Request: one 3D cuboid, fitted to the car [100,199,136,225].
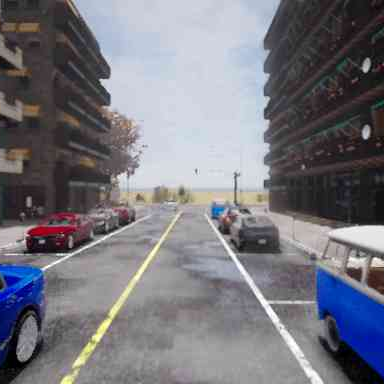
[{"bbox_3d":[-5.698,1.512,26.182,2.192,1.841,5.009,-1,0,0],"label":"car"}]

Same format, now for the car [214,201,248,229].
[{"bbox_3d":[2.682,1.596,20.564,1.967,1.590,4.097,-1,0,0],"label":"car"}]

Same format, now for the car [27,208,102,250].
[{"bbox_3d":[-5.698,1.659,14.850,1.887,1.381,4.507,-1,0,0],"label":"car"}]

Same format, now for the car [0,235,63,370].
[{"bbox_3d":[-3.101,1.502,2.954,1.882,1.535,5.008,0,0,0],"label":"car"}]

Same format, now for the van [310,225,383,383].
[{"bbox_3d":[2.677,1.370,3.569,1.690,1.788,3.998,-1,0,0],"label":"van"}]

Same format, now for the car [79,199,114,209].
[{"bbox_3d":[-15.551,1.959,54.344,5.008,1.535,1.882,1,0,-1],"label":"car"}]

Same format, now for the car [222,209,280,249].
[{"bbox_3d":[2.683,1.665,14.898,2.008,1.369,4.403,-1,0,0],"label":"car"}]

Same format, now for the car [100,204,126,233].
[{"bbox_3d":[-5.696,1.707,20.516,2.008,1.369,4.403,-1,0,0],"label":"car"}]

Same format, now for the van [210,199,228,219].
[{"bbox_3d":[2.684,1.578,31.893,1.690,1.788,3.998,-1,0,0],"label":"van"}]

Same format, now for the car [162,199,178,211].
[{"bbox_3d":[-2.990,1.660,45.528,1.812,1.442,4.674,0,0,0],"label":"car"}]
